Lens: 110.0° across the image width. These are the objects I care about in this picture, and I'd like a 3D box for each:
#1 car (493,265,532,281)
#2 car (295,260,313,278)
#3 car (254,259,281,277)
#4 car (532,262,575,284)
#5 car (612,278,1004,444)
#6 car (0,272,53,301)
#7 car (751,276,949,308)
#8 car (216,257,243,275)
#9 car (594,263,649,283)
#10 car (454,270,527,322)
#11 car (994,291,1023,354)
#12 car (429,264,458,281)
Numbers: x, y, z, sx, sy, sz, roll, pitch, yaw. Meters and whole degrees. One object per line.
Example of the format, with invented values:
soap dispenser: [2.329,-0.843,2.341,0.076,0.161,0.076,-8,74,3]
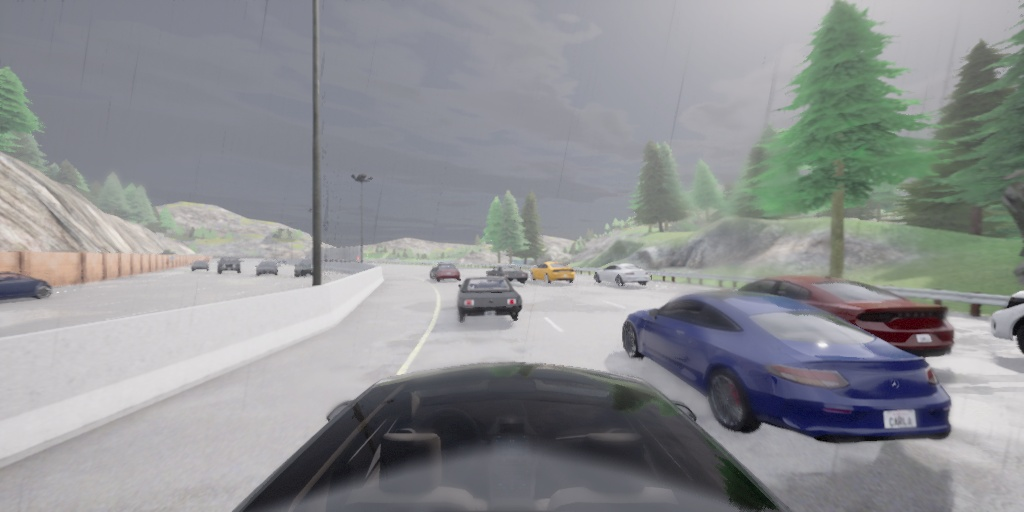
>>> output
car: [-0.470,1.329,25.830,1.895,1.301,4.718,0,0,-17]
car: [-19.971,1.171,35.094,2.097,1.767,4.553,0,0,-30]
car: [-25.554,1.349,37.516,1.837,1.490,4.892,0,0,-34]
car: [2.892,1.188,26.643,1.882,1.535,5.008,0,0,-17]
car: [3.247,1.256,5.420,1.812,1.442,4.674,0,0,-3]
car: [-23.189,1.418,15.781,1.994,1.385,4.181,0,0,-16]
car: [6.543,1.188,8.309,1.882,1.535,5.008,0,0,-4]
car: [-33.880,1.102,43.067,2.150,2.045,5.566,0,0,-37]
car: [7.265,1.217,24.055,1.812,1.442,4.674,0,0,-15]
car: [-0.919,1.345,12.405,1.895,1.301,4.718,0,0,-8]
car: [10.319,0.916,4.386,2.150,2.045,5.566,0,0,-2]
car: [-5.616,1.315,29.746,1.994,1.385,4.181,0,0,-21]
